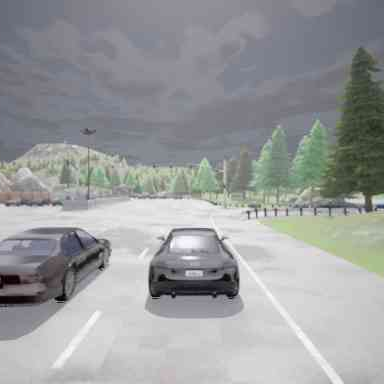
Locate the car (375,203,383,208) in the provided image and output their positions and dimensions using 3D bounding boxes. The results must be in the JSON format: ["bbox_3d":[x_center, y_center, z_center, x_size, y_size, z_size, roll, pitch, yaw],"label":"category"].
[{"bbox_3d":[24.485,1.582,39.324,5.008,1.535,1.882,0,0,13],"label":"car"}]

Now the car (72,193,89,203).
[{"bbox_3d":[-25.222,1.363,75.549,2.150,2.045,5.566,0,0,-1],"label":"car"}]

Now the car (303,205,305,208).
[{"bbox_3d":[15.739,1.670,40.741,4.181,1.385,1.994,0,0,7],"label":"car"}]

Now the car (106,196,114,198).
[{"bbox_3d":[-22.895,1.747,92.148,1.895,1.301,4.718,0,0,-7],"label":"car"}]

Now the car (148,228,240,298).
[{"bbox_3d":[0.030,1.610,8.659,1.994,1.385,4.181,0,0,0],"label":"car"}]

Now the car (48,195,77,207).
[{"bbox_3d":[-21.596,1.668,55.690,2.033,1.411,5.357,0,0,0],"label":"car"}]

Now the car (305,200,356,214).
[{"bbox_3d":[15.664,1.594,37.220,4.902,1.511,2.128,0,0,7],"label":"car"}]

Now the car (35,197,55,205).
[{"bbox_3d":[-28.613,1.724,64.992,1.895,1.301,4.718,0,0,-1],"label":"car"}]

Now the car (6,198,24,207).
[{"bbox_3d":[-28.574,1.668,54.961,2.033,1.411,5.357,0,0,0],"label":"car"}]

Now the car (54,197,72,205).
[{"bbox_3d":[-25.113,1.653,64.966,1.812,1.442,4.674,0,0,-1],"label":"car"}]

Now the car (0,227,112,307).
[{"bbox_3d":[-3.470,1.592,8.309,2.033,1.411,5.357,0,0,0],"label":"car"}]

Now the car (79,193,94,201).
[{"bbox_3d":[-21.622,1.481,65.826,2.097,1.767,4.553,0,0,-1],"label":"car"}]

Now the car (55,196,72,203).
[{"bbox_3d":[-28.712,1.637,74.555,1.837,1.490,4.892,0,0,-1],"label":"car"}]

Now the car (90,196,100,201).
[{"bbox_3d":[-26.075,1.702,89.790,1.994,1.385,4.181,0,0,-7],"label":"car"}]

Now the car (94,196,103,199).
[{"bbox_3d":[-21.730,1.690,76.130,1.994,1.385,4.181,0,0,-1],"label":"car"}]

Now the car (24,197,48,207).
[{"bbox_3d":[-25.089,1.667,54.984,2.033,1.411,5.357,0,0,-1],"label":"car"}]
